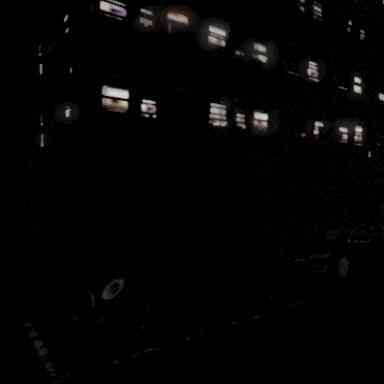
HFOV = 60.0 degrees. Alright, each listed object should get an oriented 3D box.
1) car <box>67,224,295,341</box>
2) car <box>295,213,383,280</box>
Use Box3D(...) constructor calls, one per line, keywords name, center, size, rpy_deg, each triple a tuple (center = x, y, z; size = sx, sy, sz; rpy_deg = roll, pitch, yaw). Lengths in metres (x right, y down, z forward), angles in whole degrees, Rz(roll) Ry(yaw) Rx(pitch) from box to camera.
Box3D(name="car", center=(-0.214, 1.416, 6.381), size=(4.097, 1.590, 1.967), rpy_deg=(0, 0, -36))
Box3D(name="car", center=(4.347, 1.488, 9.635), size=(4.403, 1.369, 2.008), rpy_deg=(0, 0, -36))
